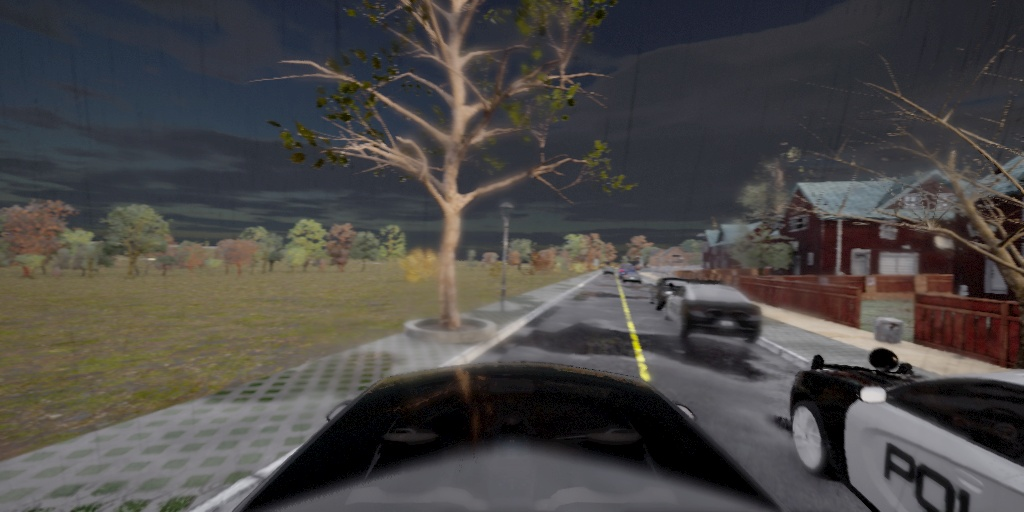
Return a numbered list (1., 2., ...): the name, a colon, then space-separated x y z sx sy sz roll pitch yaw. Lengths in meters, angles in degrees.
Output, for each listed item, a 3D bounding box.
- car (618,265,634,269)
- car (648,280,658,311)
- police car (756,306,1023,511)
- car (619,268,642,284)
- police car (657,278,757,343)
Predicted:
1. car: 17.011 2.363 53.136 2.150 2.045 5.566 2 -1 16
2. car: 7.720 1.775 17.164 1.837 1.490 4.892 2 -1 16
3. police car: 3.415 1.319 1.875 1.930 1.638 5.238 2 -1 16
4. car: 13.426 2.379 40.281 1.994 1.385 4.181 2 -1 16
5. police car: 6.126 1.555 11.498 1.930 1.638 5.238 2 -1 16
